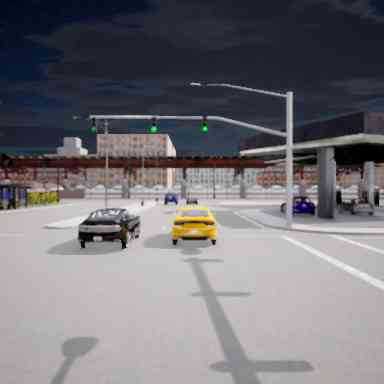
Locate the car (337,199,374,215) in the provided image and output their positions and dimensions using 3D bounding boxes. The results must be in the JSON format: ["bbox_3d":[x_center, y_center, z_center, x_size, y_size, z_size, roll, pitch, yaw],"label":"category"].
[{"bbox_3d":[15.456,1.382,31.672,1.970,1.475,3.806,0,0,0],"label":"car"}]

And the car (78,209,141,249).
[{"bbox_3d":[-3.399,1.458,14.421,2.128,1.511,4.902,0,0,0],"label":"car"}]

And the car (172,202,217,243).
[{"bbox_3d":[0.101,1.441,15.799,1.882,1.535,5.008,0,0,0],"label":"car"}]

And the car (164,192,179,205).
[{"bbox_3d":[-3.498,1.091,56.196,2.150,2.045,5.566,0,0,0],"label":"car"}]

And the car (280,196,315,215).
[{"bbox_3d":[9.711,1.223,30.909,2.242,1.667,4.611,0,0,0],"label":"car"}]

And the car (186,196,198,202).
[{"bbox_3d":[0.006,1.434,55.893,1.994,1.385,4.181,0,0,0],"label":"car"}]
